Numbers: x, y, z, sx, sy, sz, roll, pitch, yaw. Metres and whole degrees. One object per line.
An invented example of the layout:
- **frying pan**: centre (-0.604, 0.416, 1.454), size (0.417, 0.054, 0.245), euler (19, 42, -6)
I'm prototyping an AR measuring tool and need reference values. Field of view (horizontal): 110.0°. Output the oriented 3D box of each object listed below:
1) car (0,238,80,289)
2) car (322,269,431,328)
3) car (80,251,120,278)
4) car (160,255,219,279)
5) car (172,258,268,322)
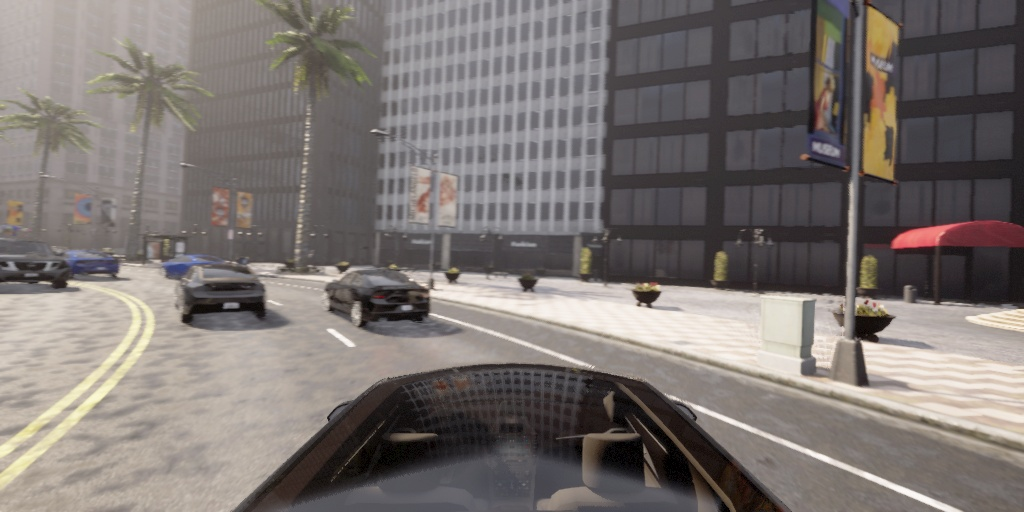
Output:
- **car**: centre (-20.670, 0.276, 14.793), size (5.566, 2.045, 2.150), euler (2, -1, 26)
- **car**: centre (-4.364, 1.153, 11.220), size (1.882, 1.535, 5.008), euler (3, -1, -41)
- **car**: centre (-24.561, 0.436, 20.376), size (5.008, 1.535, 1.882), euler (2, -1, 22)
- **car**: centre (-19.315, 0.664, 21.905), size (5.008, 1.535, 1.882), euler (2, -1, 25)
- **car**: centre (-8.958, 0.992, 10.978), size (4.892, 1.490, 1.837), euler (2, -1, 45)
